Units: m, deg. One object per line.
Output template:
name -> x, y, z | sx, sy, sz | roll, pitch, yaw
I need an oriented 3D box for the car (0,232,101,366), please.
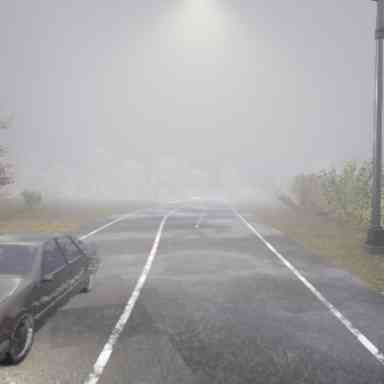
car -> -3.099, 1.487, 5.952 | 2.033, 1.411, 5.357 | 1, 0, -1
